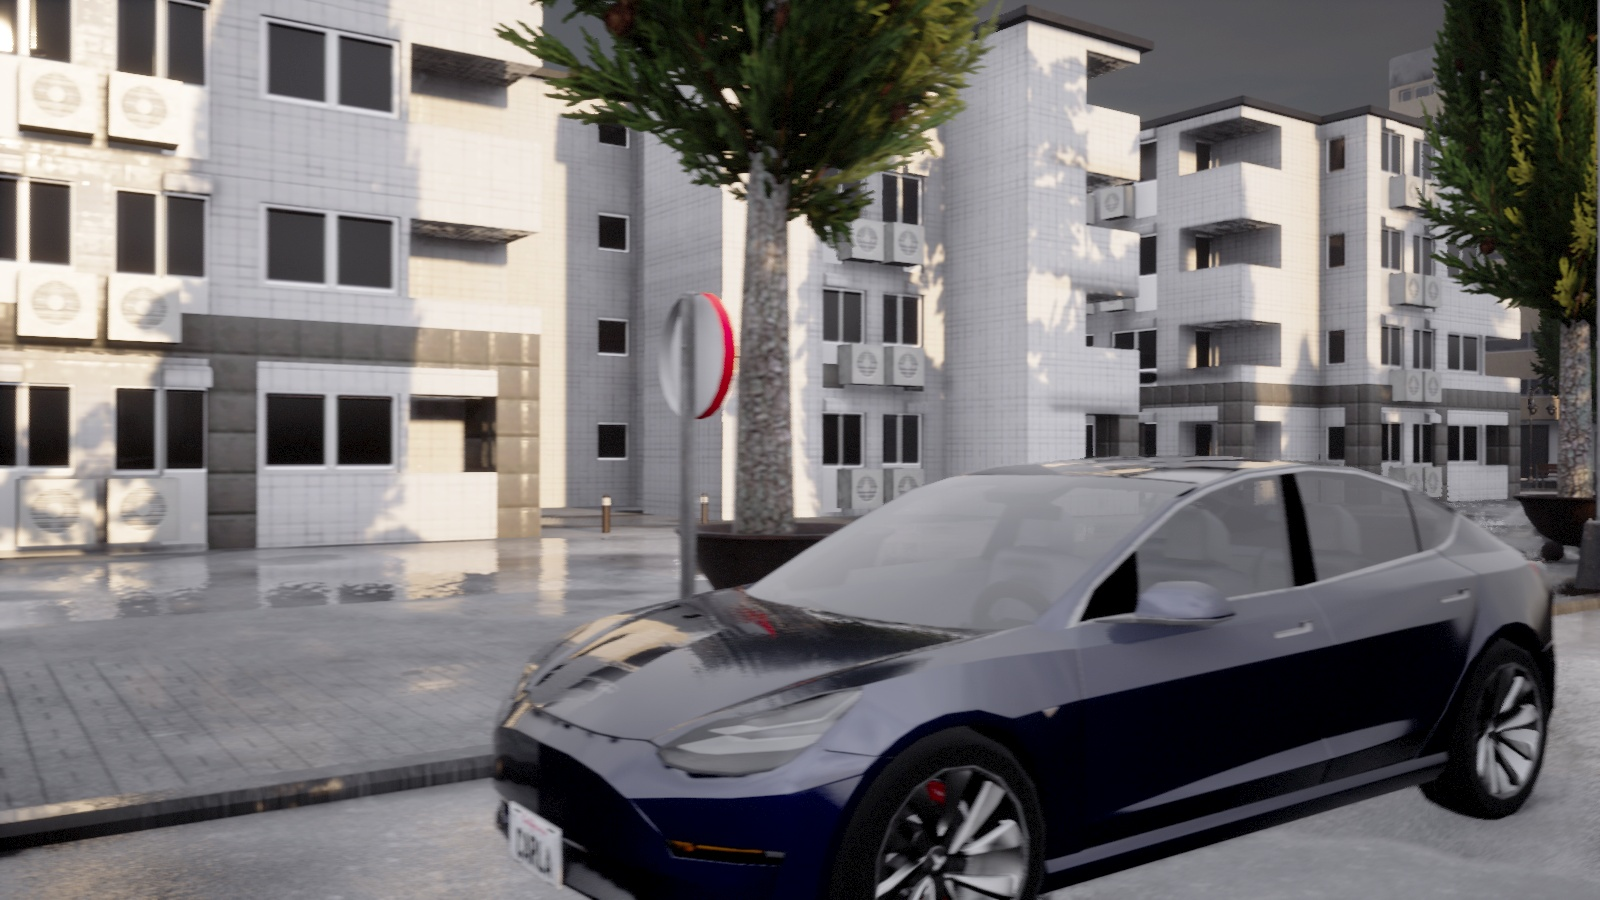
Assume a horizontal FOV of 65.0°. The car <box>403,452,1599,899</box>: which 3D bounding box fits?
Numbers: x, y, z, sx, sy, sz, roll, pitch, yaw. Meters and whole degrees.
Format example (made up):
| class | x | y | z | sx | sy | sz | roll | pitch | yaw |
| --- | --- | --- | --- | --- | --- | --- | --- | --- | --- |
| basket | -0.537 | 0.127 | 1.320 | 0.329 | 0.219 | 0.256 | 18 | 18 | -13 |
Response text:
| class | x | y | z | sx | sy | sz | roll | pitch | yaw |
| --- | --- | --- | --- | --- | --- | --- | --- | --- | --- |
| car | 1.138 | 0.755 | 5.061 | 4.792 | 1.488 | 2.163 | 0 | 0 | -35 |
